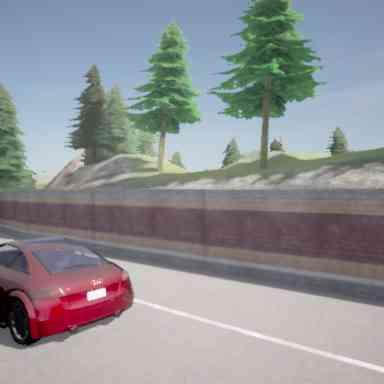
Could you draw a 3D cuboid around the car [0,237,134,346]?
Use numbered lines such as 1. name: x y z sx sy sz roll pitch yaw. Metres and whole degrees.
1. car: -3.080 1.585 6.495 4.181 1.385 1.994 0 0 38
